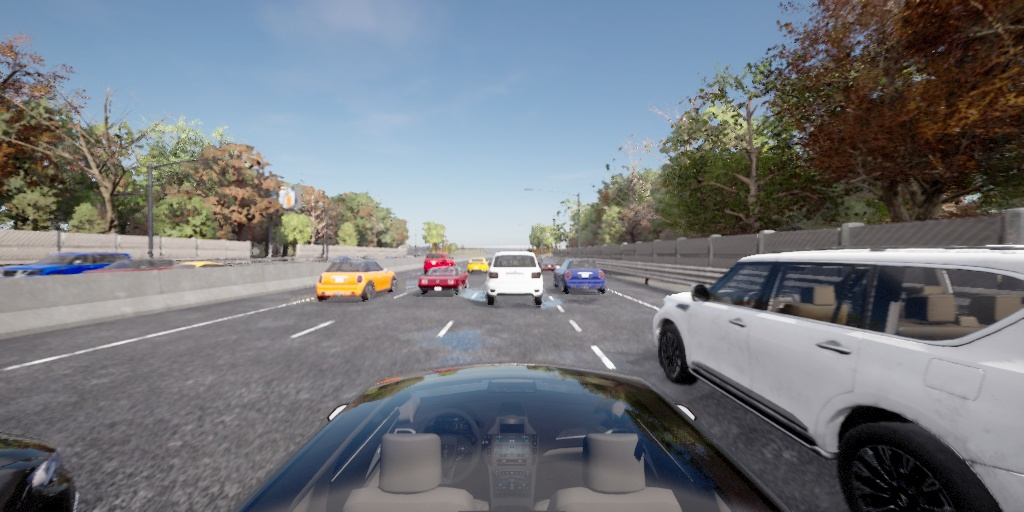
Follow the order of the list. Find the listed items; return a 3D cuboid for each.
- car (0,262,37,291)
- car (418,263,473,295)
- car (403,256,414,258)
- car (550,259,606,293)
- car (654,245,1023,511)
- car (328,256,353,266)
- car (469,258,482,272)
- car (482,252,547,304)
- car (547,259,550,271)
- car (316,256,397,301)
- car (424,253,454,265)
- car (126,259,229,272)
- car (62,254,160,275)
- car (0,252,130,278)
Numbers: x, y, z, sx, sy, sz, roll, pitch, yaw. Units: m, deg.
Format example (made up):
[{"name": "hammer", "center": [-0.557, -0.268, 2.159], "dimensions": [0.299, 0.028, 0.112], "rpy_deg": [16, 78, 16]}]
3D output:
[{"name": "car", "center": [-28.099, 1.098, 17.939], "dimensions": [2.128, 1.511, 4.902], "rpy_deg": [0, 1, 0]}, {"name": "car", "center": [-3.397, 1.200, 18.690], "dimensions": [1.895, 1.301, 4.718], "rpy_deg": [0, 1, 0]}, {"name": "car", "center": [-17.534, 0.770, 60.513], "dimensions": [1.812, 1.442, 4.674], "rpy_deg": [0, 0, 1]}, {"name": "car", "center": [3.498, 0.944, 19.276], "dimensions": [2.097, 1.767, 4.553], "rpy_deg": [0, 1, 0]}, {"name": "car", "center": [3.490, 0.933, 3.777], "dimensions": [2.150, 2.045, 5.566], "rpy_deg": [0, 1, 0]}, {"name": "car", "center": [-28.026, 0.783, 58.758], "dimensions": [1.812, 1.442, 4.674], "rpy_deg": [0, 1, 1]}, {"name": "car", "center": [-3.400, 0.921, 36.689], "dimensions": [1.882, 1.535, 5.008], "rpy_deg": [0, 0, 0]}, {"name": "car", "center": [0.100, 0.848, 15.603], "dimensions": [2.150, 2.045, 5.566], "rpy_deg": [0, 0, 0]}, {"name": "car", "center": [3.499, 0.996, 35.967], "dimensions": [2.033, 1.411, 5.357], "rpy_deg": [0, 0, 0]}, {"name": "car", "center": [-6.901, 0.971, 16.471], "dimensions": [2.097, 1.767, 4.553], "rpy_deg": [0, 1, 0]}, {"name": "car", "center": [-6.902, 0.685, 34.336], "dimensions": [2.150, 2.045, 5.566], "rpy_deg": [0, 0, 0]}, {"name": "car", "center": [-17.598, 1.067, 19.836], "dimensions": [1.882, 1.535, 5.008], "rpy_deg": [0, 0, 0]}, {"name": "car", "center": [-21.099, 0.940, 20.012], "dimensions": [2.097, 1.767, 4.553], "rpy_deg": [0, 1, 0]}, {"name": "car", "center": [-24.599, 0.808, 20.214], "dimensions": [2.150, 2.045, 5.566], "rpy_deg": [0, 1, 0]}]
